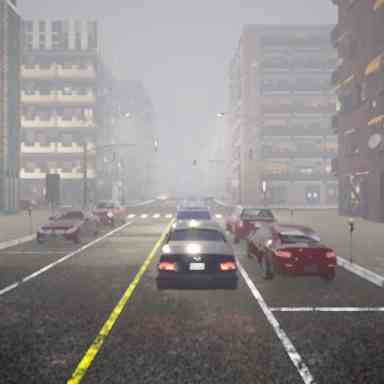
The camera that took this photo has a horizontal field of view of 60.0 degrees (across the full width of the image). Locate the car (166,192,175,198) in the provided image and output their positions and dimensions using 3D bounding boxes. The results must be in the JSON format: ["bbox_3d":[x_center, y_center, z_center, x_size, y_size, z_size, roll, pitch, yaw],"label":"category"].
[{"bbox_3d":[-5.292,0.748,81.260,1.887,1.381,4.507,1,1,0],"label":"car"}]

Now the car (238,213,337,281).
[{"bbox_3d":[2.575,1.490,9.290,1.802,1.307,4.206,1,1,0],"label":"car"}]

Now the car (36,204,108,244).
[{"bbox_3d":[-5.309,1.437,14.818,1.802,1.307,4.206,1,1,0],"label":"car"}]

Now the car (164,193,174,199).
[{"bbox_3d":[-5.294,0.825,75.590,1.947,1.339,4.313,1,1,0],"label":"car"}]

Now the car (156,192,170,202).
[{"bbox_3d":[-5.296,0.953,58.407,1.752,1.417,4.829,1,1,0],"label":"car"}]

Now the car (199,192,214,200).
[{"bbox_3d":[2.583,1.033,52.936,2.008,1.369,4.403,1,1,0],"label":"car"}]

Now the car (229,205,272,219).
[{"bbox_3d":[2.578,1.295,14.838,1.967,1.590,4.097,1,1,0],"label":"car"}]

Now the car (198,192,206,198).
[{"bbox_3d":[2.589,0.697,86.960,2.008,1.369,4.403,1,1,0],"label":"car"}]

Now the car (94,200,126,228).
[{"bbox_3d":[-5.310,1.241,20.366,1.967,1.590,4.097,1,1,0],"label":"car"}]

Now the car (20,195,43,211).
[{"bbox_3d":[-17.557,0.923,31.876,5.009,1.841,2.192,0,0,0],"label":"car"}]

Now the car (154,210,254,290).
[{"bbox_3d":[0.102,1.459,8.945,2.033,1.411,5.357,0,1,0],"label":"car"}]

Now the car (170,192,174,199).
[{"bbox_3d":[-5.294,0.842,69.749,1.752,1.417,4.829,1,1,0],"label":"car"}]

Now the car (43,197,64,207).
[{"bbox_3d":[-17.617,1.194,39.755,4.313,1.339,1.947,0,0,0],"label":"car"}]

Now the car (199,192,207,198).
[{"bbox_3d":[2.588,0.747,81.289,1.887,1.381,4.507,1,1,0],"label":"car"}]

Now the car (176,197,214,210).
[{"bbox_3d":[0.096,1.286,19.585,1.882,1.535,5.008,0,1,0],"label":"car"}]
